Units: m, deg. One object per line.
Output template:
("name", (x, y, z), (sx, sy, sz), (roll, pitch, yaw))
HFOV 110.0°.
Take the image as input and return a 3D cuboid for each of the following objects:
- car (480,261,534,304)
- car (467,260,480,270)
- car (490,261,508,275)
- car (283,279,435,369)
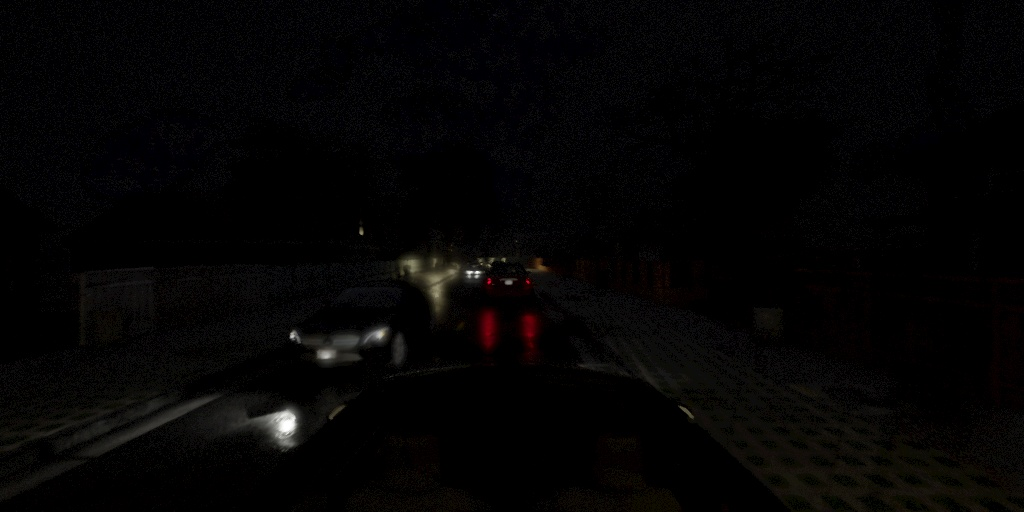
("car", (-0.190, 1.088, 16.545), (2.097, 1.767, 4.553), (0, 0, -2))
("car", (-5.444, 1.267, 51.373), (2.128, 1.511, 4.902), (0, 0, -6))
("car", (-1.487, 1.253, 39.411), (1.812, 1.442, 4.674), (0, 0, -5))
("car", (-2.926, 1.273, 7.920), (1.812, 1.442, 4.674), (0, 0, -1))
